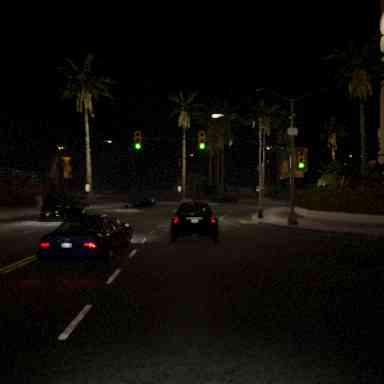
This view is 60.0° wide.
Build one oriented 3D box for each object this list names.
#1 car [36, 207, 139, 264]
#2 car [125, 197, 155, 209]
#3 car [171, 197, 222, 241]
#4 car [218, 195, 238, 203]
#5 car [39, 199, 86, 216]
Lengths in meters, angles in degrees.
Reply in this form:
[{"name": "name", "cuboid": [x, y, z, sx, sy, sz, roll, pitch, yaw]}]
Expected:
[{"name": "car", "cuboid": [-3.390, 1.476, 11.507, 2.033, 1.411, 5.357, 0, 0, 0]}, {"name": "car", "cuboid": [-6.116, 1.280, 39.902, 1.812, 1.442, 4.674, 0, 1, 25]}, {"name": "car", "cuboid": [0.117, 1.251, 16.289, 2.097, 1.767, 4.553, 0, 0, 0]}, {"name": "car", "cuboid": [5.404, 1.203, 55.760, 5.357, 1.411, 2.033, 0, 0, -41]}, {"name": "car", "cuboid": [-9.949, 1.346, 25.932, 1.837, 1.490, 4.892, 0, 0, 7]}]
